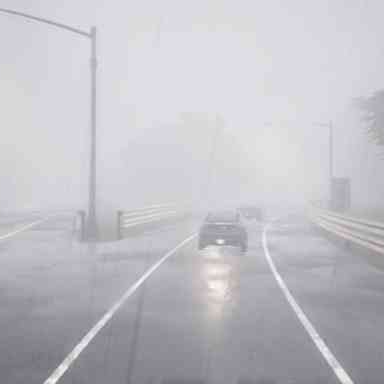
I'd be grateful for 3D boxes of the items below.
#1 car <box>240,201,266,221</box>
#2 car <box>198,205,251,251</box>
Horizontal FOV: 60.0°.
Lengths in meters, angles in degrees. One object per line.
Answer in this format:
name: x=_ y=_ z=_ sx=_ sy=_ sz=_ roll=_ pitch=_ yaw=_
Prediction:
car: x=4.912 y=1.515 z=27.305 sx=1.882 sy=1.535 sz=5.008 roll=0 pitch=0 yaw=19
car: x=1.449 y=1.515 z=14.270 sx=1.837 sy=1.490 sz=4.892 roll=0 pitch=0 yaw=10
